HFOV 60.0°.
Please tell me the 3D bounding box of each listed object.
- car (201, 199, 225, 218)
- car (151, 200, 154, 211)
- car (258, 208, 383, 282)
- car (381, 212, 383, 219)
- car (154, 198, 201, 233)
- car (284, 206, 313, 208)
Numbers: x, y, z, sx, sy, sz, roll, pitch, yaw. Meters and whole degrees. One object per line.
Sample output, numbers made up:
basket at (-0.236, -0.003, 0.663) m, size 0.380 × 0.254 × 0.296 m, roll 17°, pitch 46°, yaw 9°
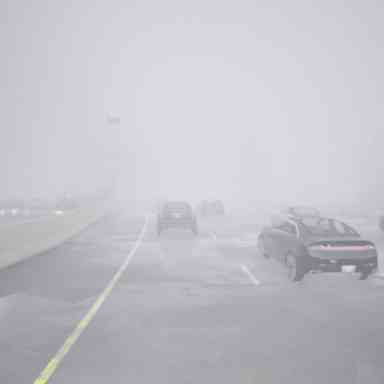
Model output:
car at (1.474, 1.338, 28.225) m, size 2.128 × 1.511 × 4.902 m, roll 0°, pitch 0°, yaw -8°
car at (-3.517, 1.363, 37.185) m, size 2.033 × 1.411 × 5.357 m, roll 0°, pitch 0°, yaw -11°
car at (3.272, 1.430, 9.596) m, size 2.128 × 1.511 × 4.902 m, roll 0°, pitch 0°, yaw -2°
car at (10.068, 1.118, 13.394) m, size 2.150 × 2.045 × 5.566 m, roll 0°, pitch 0°, yaw -4°
car at (-0.941, 1.255, 18.979) m, size 2.097 × 1.767 × 4.553 m, roll 0°, pitch 0°, yaw -5°
car at (6.071, 1.479, 19.391) m, size 1.895 × 1.301 × 4.718 m, roll 0°, pitch 0°, yaw -5°
